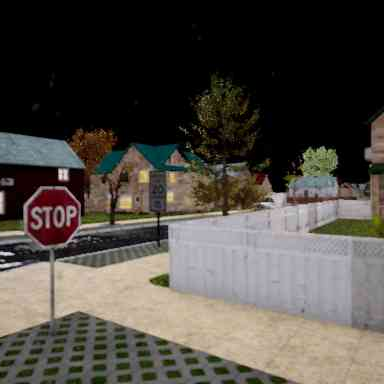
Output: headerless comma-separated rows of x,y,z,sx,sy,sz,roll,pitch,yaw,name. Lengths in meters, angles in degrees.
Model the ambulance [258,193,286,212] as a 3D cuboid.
8.956,1.335,38.695,2.351,2.431,6.366,-1,-1,34,ambulance
